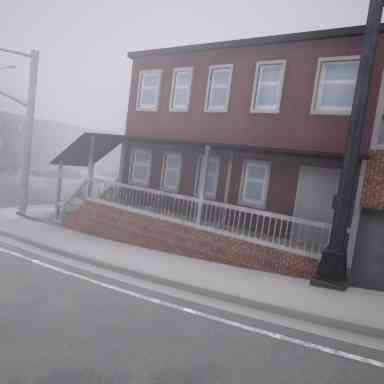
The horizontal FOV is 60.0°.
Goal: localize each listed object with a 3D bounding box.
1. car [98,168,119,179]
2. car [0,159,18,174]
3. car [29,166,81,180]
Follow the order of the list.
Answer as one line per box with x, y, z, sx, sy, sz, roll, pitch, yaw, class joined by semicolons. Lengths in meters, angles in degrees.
-10.843;-2.673;47.634;2.033;1.411;5.357;11;6;35;car
-20.533;-2.724;34.155;1.837;1.490;4.892;11;6;35;car
-14.759;-2.148;36.274;2.033;1.411;5.357;11;6;35;car
